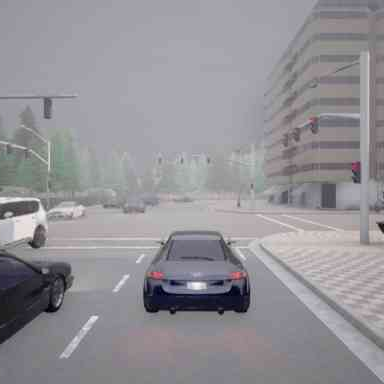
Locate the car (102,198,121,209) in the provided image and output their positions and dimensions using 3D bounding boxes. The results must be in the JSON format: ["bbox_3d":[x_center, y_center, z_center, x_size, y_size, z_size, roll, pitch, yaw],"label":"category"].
[{"bbox_3d":[-10.391,1.547,44.615,2.033,1.411,5.357,0,0,2],"label":"car"}]

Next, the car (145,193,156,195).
[{"bbox_3d":[-8.195,1.216,60.971,2.150,2.045,5.566,0,1,18],"label":"car"}]

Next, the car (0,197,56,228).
[{"bbox_3d":[-7.088,1.221,11.681,2.150,2.045,5.566,0,0,0],"label":"car"}]

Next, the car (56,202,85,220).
[{"bbox_3d":[-10.563,1.560,28.384,1.812,1.442,4.674,0,0,0],"label":"car"}]

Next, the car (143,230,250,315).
[{"bbox_3d":[0.092,1.564,7.656,1.994,1.385,4.181,0,0,0],"label":"car"}]

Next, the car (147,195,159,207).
[{"bbox_3d":[-6.548,1.600,51.470,1.895,1.301,4.718,0,0,6],"label":"car"}]

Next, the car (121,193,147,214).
[{"bbox_3d":[-6.206,1.371,35.374,2.097,1.767,4.553,0,1,-11],"label":"car"}]

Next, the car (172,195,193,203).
[{"bbox_3d":[-1.796,1.546,67.201,2.033,1.411,5.357,0,0,29],"label":"car"}]

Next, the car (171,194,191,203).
[{"bbox_3d":[-2.415,1.354,72.900,2.097,1.767,4.553,0,0,34],"label":"car"}]

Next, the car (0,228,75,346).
[{"bbox_3d":[-3.427,1.547,4.622,2.033,1.411,5.357,0,0,0],"label":"car"}]
